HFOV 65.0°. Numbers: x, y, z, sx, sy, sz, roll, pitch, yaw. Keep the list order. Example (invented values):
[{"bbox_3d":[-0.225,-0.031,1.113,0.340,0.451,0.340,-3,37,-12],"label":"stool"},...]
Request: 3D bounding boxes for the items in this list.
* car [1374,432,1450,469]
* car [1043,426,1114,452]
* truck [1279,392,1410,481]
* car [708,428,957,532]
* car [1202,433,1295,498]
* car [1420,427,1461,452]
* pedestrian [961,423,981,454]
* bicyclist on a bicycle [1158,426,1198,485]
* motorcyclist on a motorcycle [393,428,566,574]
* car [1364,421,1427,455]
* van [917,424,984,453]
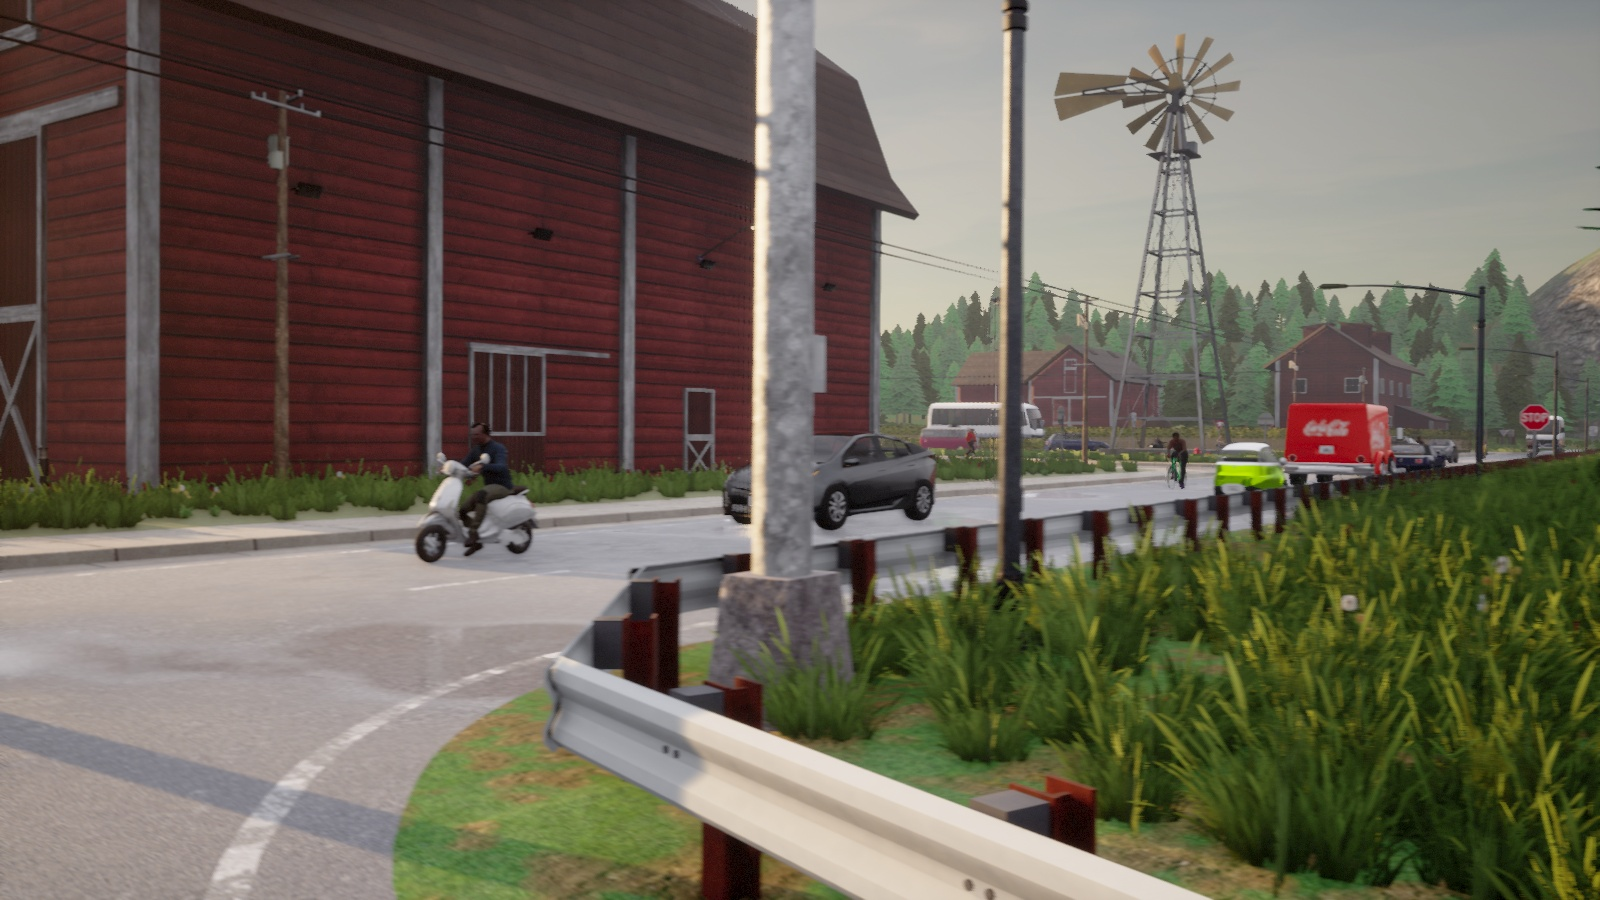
[{"bbox_3d":[23.110,0.003,47.363,1.895,1.301,4.718,0,1,35],"label":"car"},{"bbox_3d":[19.462,-0.760,87.886,4.553,1.767,2.097,0,1,2],"label":"car"},{"bbox_3d":[16.373,-0.398,37.602,2.627,2.467,5.204,0,0,35],"label":"truck"},{"bbox_3d":[0.666,0.412,21.011,2.007,1.525,4.514,0,1,35],"label":"car"},{"bbox_3d":[10.311,0.325,28.821,1.481,1.376,2.207,0,2,35],"label":"car"},{"bbox_3d":[39.241,-0.633,76.894,1.845,1.501,3.633,0,1,34],"label":"car"},{"bbox_3d":[10.035,-0.684,73.684,0.899,1.844,0.634,0,1,44],"label":"pedestrian"},{"bbox_3d":[10.722,0.128,35.588,0.582,1.620,1.656,0,1,34],"label":"bicyclist on a bicycle"},{"bbox_3d":[-3.707,0.544,14.676,0.866,1.590,1.817,0,1,35],"label":"motorcyclist on a motorcycle"},{"bbox_3d":[30.533,-0.617,64.275,2.152,1.651,5.027,0,1,35],"label":"car"},{"bbox_3d":[10.827,-0.822,90.366,4.442,1.987,1.775,0,1,34],"label":"van"}]
